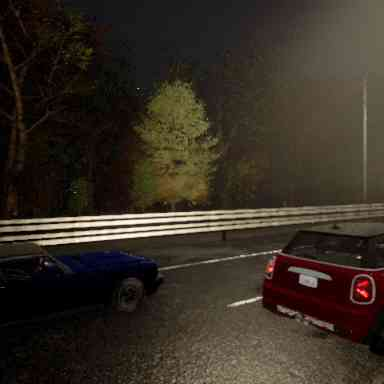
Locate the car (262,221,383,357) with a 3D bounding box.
[{"bbox_3d":[3.468,1.344,6.186,4.553,1.767,2.097,0,0,-35],"label":"car"}]

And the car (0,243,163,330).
[{"bbox_3d":[-2.915,1.599,5.963,4.718,1.301,1.895,0,0,-36],"label":"car"}]
